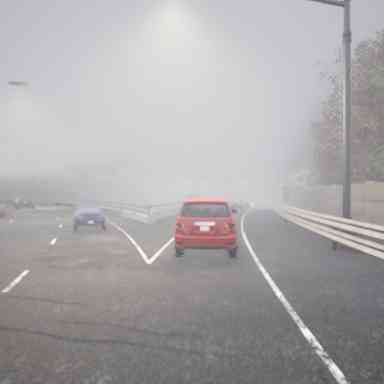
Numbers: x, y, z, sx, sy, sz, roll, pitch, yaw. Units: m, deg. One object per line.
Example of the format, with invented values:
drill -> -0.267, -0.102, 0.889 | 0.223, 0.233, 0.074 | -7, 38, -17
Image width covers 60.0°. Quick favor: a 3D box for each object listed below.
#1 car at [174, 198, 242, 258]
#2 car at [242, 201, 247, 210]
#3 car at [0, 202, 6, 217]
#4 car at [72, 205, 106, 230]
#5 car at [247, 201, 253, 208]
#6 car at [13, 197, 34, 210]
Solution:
car -> 0.629, 1.261, 13.209 | 2.150, 2.045, 5.566 | 0, 0, 5
car -> 6.080, 1.799, 45.180 | 1.895, 1.301, 4.718 | 0, -1, 13
car -> -18.515, 1.600, 31.041 | 1.994, 1.385, 4.181 | 0, 0, -27
car -> -6.575, 1.568, 21.219 | 1.812, 1.442, 4.674 | 0, 0, -20
car -> 9.659, 2.312, 60.940 | 1.895, 1.301, 4.718 | 0, -3, 13
car -> -22.778, 1.415, 44.882 | 2.097, 1.767, 4.553 | 0, 0, -34
